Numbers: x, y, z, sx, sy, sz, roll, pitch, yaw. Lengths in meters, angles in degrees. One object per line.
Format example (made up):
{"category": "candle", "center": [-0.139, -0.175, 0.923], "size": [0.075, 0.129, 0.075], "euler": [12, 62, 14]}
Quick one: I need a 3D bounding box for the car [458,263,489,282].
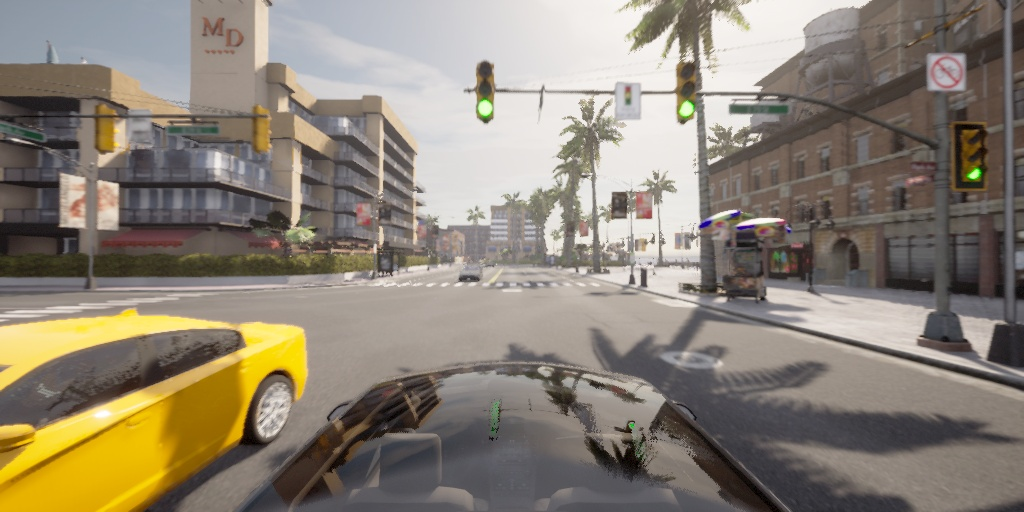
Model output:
{"category": "car", "center": [-3.501, 1.503, 31.604], "size": [2.033, 1.411, 5.357], "euler": [0, 0, 0]}

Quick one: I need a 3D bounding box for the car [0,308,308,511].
{"category": "car", "center": [-3.501, 1.246, 2.448], "size": [1.882, 1.535, 5.008], "euler": [0, 0, 0]}
